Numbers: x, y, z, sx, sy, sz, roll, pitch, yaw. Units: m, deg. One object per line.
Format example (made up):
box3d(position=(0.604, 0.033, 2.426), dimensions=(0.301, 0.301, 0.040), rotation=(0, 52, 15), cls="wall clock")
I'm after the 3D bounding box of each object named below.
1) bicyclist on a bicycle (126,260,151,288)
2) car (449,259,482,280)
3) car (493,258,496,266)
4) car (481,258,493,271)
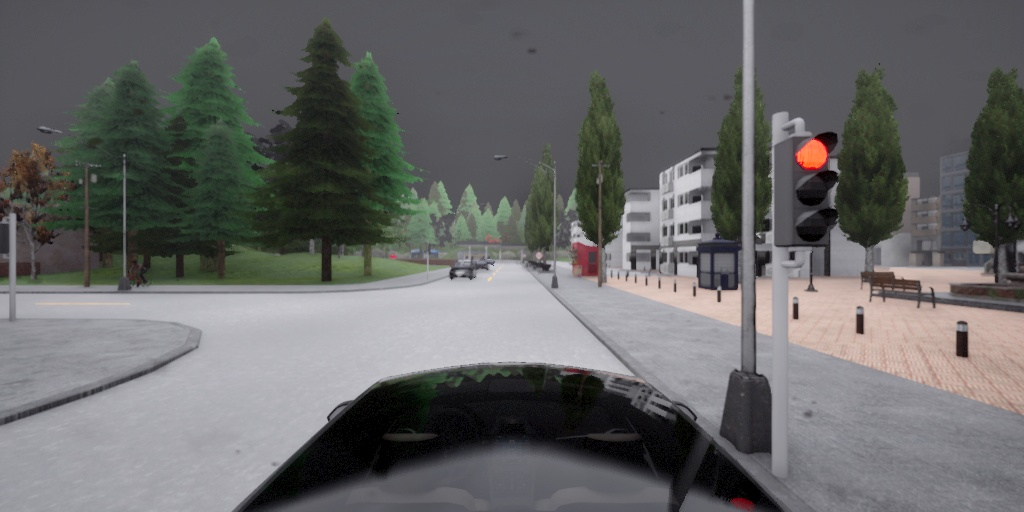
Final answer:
box3d(position=(-22.136, 1.087, 21.184), dimensions=(0.582, 1.620, 1.656), rotation=(0, 0, 0), cls="bicyclist on a bicycle")
box3d(position=(-4.083, 1.223, 30.427), dimensions=(2.128, 1.511, 4.902), rotation=(0, 0, 0), cls="car")
box3d(position=(-3.946, 1.024, 63.620), dimensions=(1.882, 1.535, 5.008), rotation=(0, 0, 0), cls="car")
box3d(position=(-4.054, 1.268, 48.165), dimensions=(2.033, 1.411, 5.357), rotation=(0, 0, 0), cls="car")
